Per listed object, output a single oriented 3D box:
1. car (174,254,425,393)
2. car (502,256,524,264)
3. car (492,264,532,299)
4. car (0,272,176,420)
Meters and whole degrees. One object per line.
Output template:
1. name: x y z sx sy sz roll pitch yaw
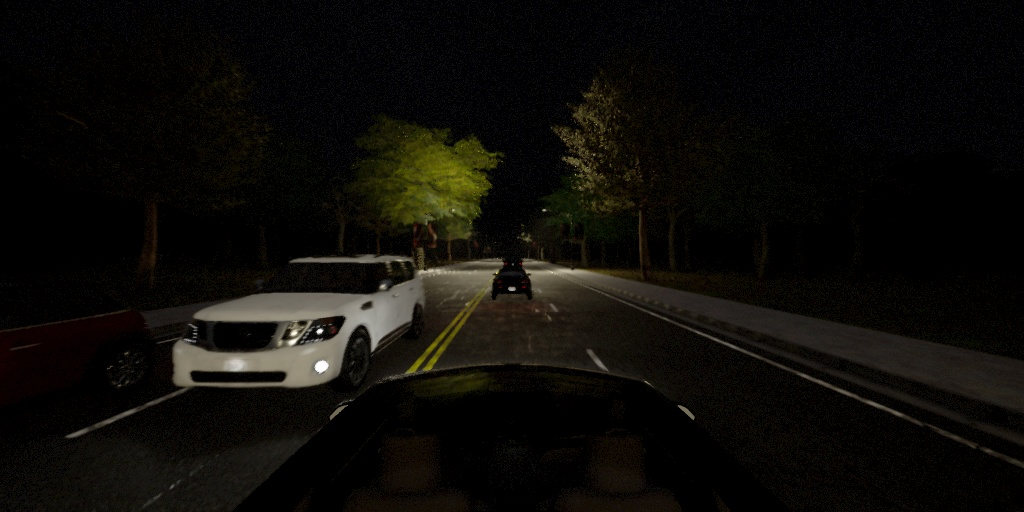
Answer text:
1. car: -3.308 0.976 7.080 2.150 2.045 5.566 0 0 0
2. car: 0.091 0.990 38.890 2.150 2.045 5.566 0 0 0
3. car: -0.006 1.285 18.074 1.812 1.442 4.674 0 0 0
4. car: -6.578 1.102 3.580 2.097 1.767 4.553 0 0 0
